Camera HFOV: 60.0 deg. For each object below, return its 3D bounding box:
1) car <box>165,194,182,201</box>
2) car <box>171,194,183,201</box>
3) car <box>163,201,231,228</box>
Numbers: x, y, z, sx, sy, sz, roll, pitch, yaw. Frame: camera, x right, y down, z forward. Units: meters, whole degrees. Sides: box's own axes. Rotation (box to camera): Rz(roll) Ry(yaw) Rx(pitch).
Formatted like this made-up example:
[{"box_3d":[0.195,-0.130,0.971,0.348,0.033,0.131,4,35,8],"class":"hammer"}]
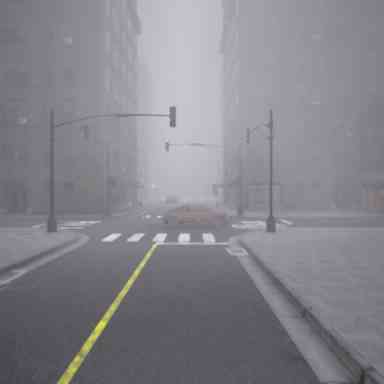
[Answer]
[{"box_3d":[-3.026,1.187,51.134,2.033,1.411,5.357,0,0,1],"class":"car"},{"box_3d":[-2.965,1.071,66.941,2.033,1.411,5.357,0,0,0],"class":"car"},{"box_3d":[0.298,1.422,20.340,4.181,1.385,1.994,0,0,0],"class":"car"}]
